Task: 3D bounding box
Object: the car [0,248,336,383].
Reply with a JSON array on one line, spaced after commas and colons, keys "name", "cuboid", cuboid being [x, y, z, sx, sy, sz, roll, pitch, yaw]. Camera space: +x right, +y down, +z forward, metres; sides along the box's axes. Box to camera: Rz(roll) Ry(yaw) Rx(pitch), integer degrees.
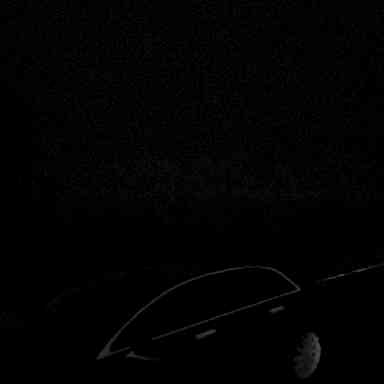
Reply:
[{"name": "car", "cuboid": [-0.329, 1.498, 3.757, 4.892, 1.490, 1.837, 0, 0, -35]}]
